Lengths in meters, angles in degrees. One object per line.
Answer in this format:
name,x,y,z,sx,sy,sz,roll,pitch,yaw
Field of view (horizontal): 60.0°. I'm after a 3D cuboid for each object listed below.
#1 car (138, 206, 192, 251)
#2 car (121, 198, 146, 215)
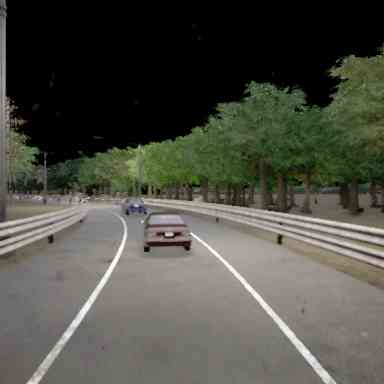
car,-1.188,1.557,14.301,2.033,1.411,5.357,0,0,-9
car,-6.051,1.396,34.308,2.097,1.767,4.553,0,0,-18
